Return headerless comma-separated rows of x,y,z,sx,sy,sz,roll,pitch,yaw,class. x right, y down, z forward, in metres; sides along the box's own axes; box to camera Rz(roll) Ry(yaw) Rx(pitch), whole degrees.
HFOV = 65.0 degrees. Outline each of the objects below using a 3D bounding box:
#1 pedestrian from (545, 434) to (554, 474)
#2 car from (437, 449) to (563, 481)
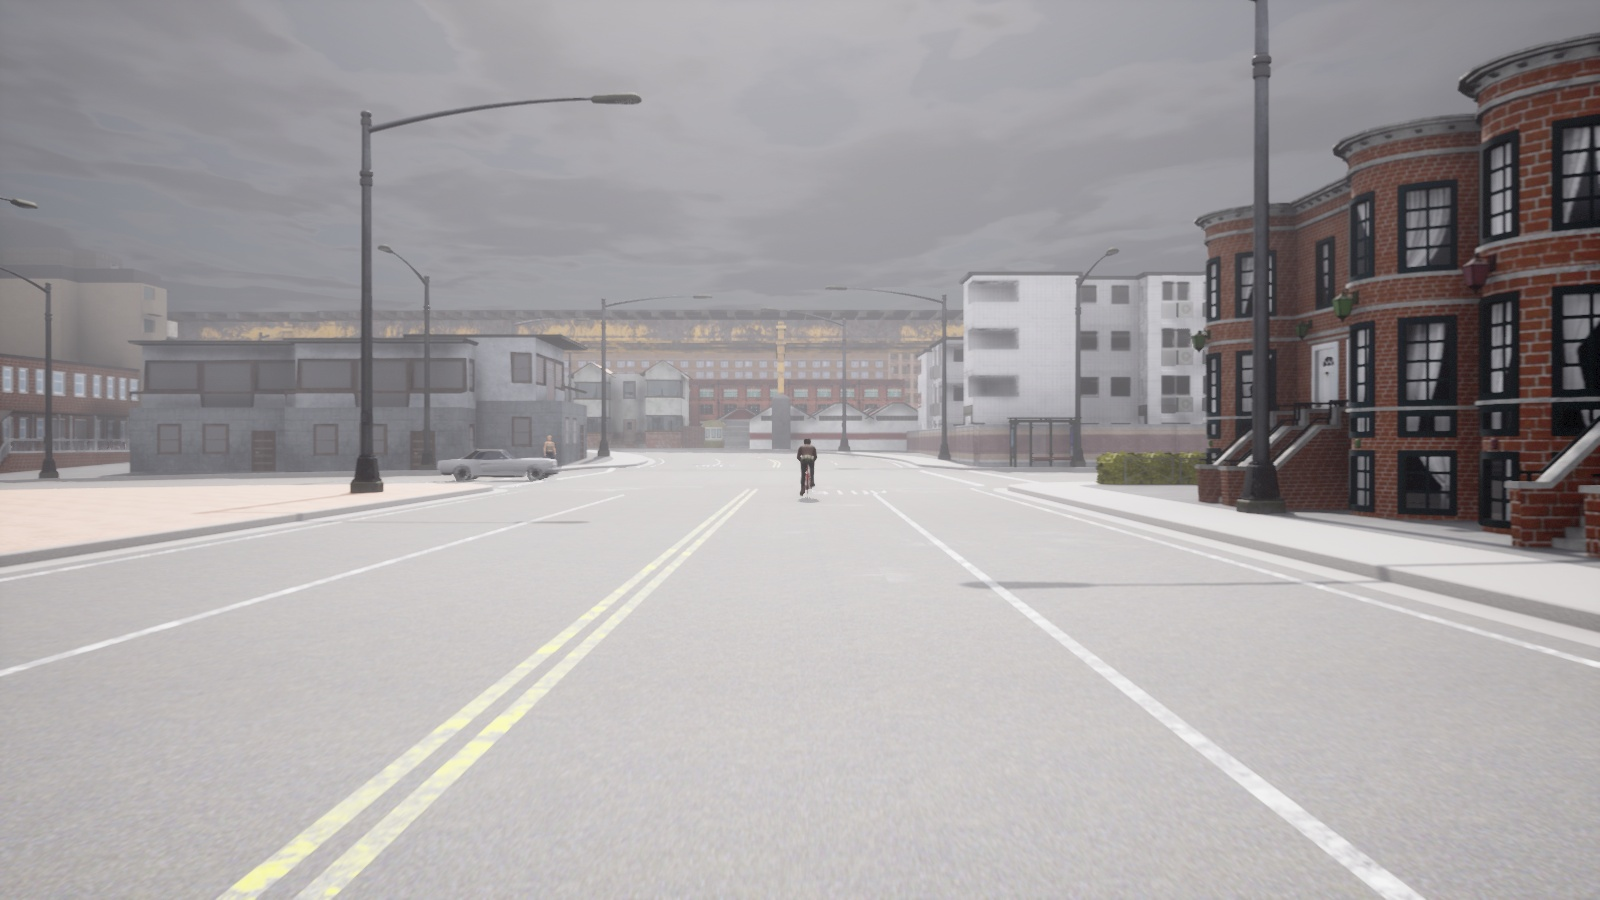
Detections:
-11.627,0.194,58.172,0.345,1.836,0.594,0,0,-18,pedestrian
-12.163,0.599,51.124,4.718,1.301,1.895,0,0,-3,car
